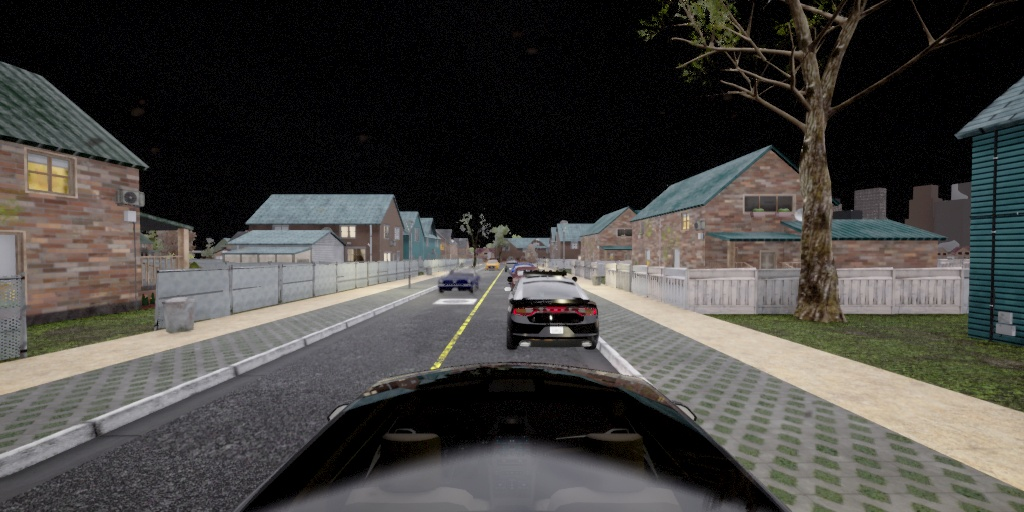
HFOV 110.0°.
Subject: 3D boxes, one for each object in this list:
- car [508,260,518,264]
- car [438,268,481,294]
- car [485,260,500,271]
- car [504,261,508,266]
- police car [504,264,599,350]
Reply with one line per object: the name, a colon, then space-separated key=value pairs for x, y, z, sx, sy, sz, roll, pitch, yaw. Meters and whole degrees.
car: x=0.824 y=1.242 z=25.132 sx=1.882 sy=1.535 sz=5.008 roll=0 pitch=0 yaw=0
car: x=-2.851 y=1.358 z=20.118 sx=1.895 sy=1.301 sz=4.718 roll=0 pitch=0 yaw=0
car: x=-2.756 y=1.298 z=50.913 sx=1.882 sy=1.535 sz=5.008 roll=0 pitch=0 yaw=0
car: x=0.032 y=1.302 z=47.617 sx=2.128 sy=1.511 sz=4.902 roll=0 pitch=0 yaw=0
police car: x=0.826 y=1.175 z=9.238 sx=1.930 sy=1.638 sz=5.238 roll=0 pitch=0 yaw=0
